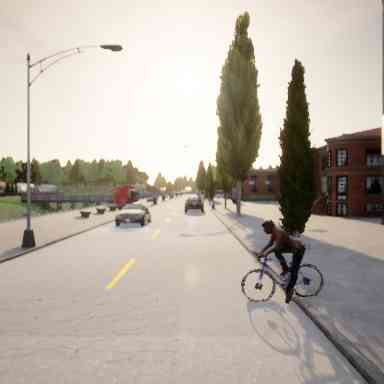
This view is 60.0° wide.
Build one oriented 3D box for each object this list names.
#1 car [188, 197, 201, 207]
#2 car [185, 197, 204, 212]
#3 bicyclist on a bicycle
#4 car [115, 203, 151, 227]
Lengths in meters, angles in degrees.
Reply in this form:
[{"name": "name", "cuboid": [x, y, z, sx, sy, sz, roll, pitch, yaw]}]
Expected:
[{"name": "car", "cuboid": [0.300, 1.441, 48.920, 1.812, 1.442, 4.674, 0, 0, 0]}, {"name": "car", "cuboid": [0.258, 1.287, 37.351, 2.097, 1.767, 4.553, 0, 0, 0]}, {"name": "bicyclist on a bicycle", "cuboid": [1.758, 1.375, 6.655, 1.656, 1.620, 0.582, -6, 0, 1]}, {"name": "car", "cuboid": [-3.917, 1.486, 22.777, 1.812, 1.442, 4.674, 0, 0, 1]}]
